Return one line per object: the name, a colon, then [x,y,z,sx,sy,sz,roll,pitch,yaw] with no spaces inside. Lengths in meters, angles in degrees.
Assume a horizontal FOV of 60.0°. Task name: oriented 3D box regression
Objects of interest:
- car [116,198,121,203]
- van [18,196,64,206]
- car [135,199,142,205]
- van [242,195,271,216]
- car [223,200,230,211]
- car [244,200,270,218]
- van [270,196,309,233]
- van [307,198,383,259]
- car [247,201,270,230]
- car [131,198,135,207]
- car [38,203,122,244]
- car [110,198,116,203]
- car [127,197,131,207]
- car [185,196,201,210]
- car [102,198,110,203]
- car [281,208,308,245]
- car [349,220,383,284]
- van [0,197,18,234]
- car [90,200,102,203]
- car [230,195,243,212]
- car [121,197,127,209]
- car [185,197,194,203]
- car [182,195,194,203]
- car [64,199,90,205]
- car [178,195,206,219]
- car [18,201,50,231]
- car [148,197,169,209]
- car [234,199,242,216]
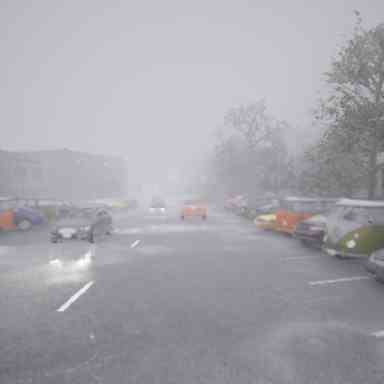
car: [-11.402,1.639,40.272,4.674,1.452,2.002,-1,-1,-20]
van: [-11.302,1.296,22.714,4.442,1.987,1.878,-1,0,-20]
car: [-11.392,1.667,54.937,4.892,1.521,2.231,-1,0,-20]
van: [6.517,1.309,25.619,4.442,1.987,1.878,1,-1,-20]
car: [6.439,1.614,37.363,4.792,1.488,2.163,1,-1,-20]
car: [6.400,1.523,22.629,4.892,1.521,2.231,1,-1,-20]
van: [6.517,1.281,16.783,4.442,1.987,1.878,1,0,-20]
van: [6.299,1.267,10.807,4.442,1.987,1.878,1,0,-20]
car: [6.233,1.508,19.619,5.366,1.575,1.946,1,0,-20]
car: [-11.404,1.640,49.074,4.892,1.521,2.231,-1,-1,-20]
car: [-5.085,1.510,15.967,2.128,1.511,4.902,0,0,0]
car: [-11.411,1.586,37.342,4.892,1.521,2.231,-1,-1,-20]
car: [-11.400,1.666,46.141,4.674,1.452,2.002,-1,-1,-20]
car: [0.116,1.491,46.091,2.097,1.767,4.553,0,0,0]
car: [-11.374,1.601,34.416,4.792,1.488,2.163,-1,-1,-20]
car: [6.400,1.538,13.799,4.674,1.452,2.002,1,0,-20]
car: [6.404,1.530,7.905,4.674,1.452,2.002,1,0,-20]
van: [-11.519,1.282,16.759,4.442,1.987,1.878,-1,0,-20]
car: [-11.409,1.560,31.470,4.892,1.521,2.231,-1,-1,-20]
car: [6.385,1.431,31.452,4.553,1.767,2.185,1,-1,-20]
car: [-11.570,1.611,43.138,5.366,1.575,1.946,-1,0,-20]
car: [-0.623,1.869,78.672,2.097,1.535,5.008,0,-1,-1]
car: [-0.982,1.715,84.660,2.435,2.045,5.566,0,-1,-7]
car: [-11.436,1.421,28.530,4.553,1.767,2.185,-1,-1,-20]
car: [0.109,1.416,29.696,2.097,1.767,4.553,0,0,0]
car: [-11.401,1.514,19.735,5.008,1.535,2.097,-1,0,-20]
car: [-4.987,1.663,49.806,1.837,1.490,4.892,0,-1,0]
car: [6.437,1.575,28.528,4.792,1.488,2.163,1,0,-20]
